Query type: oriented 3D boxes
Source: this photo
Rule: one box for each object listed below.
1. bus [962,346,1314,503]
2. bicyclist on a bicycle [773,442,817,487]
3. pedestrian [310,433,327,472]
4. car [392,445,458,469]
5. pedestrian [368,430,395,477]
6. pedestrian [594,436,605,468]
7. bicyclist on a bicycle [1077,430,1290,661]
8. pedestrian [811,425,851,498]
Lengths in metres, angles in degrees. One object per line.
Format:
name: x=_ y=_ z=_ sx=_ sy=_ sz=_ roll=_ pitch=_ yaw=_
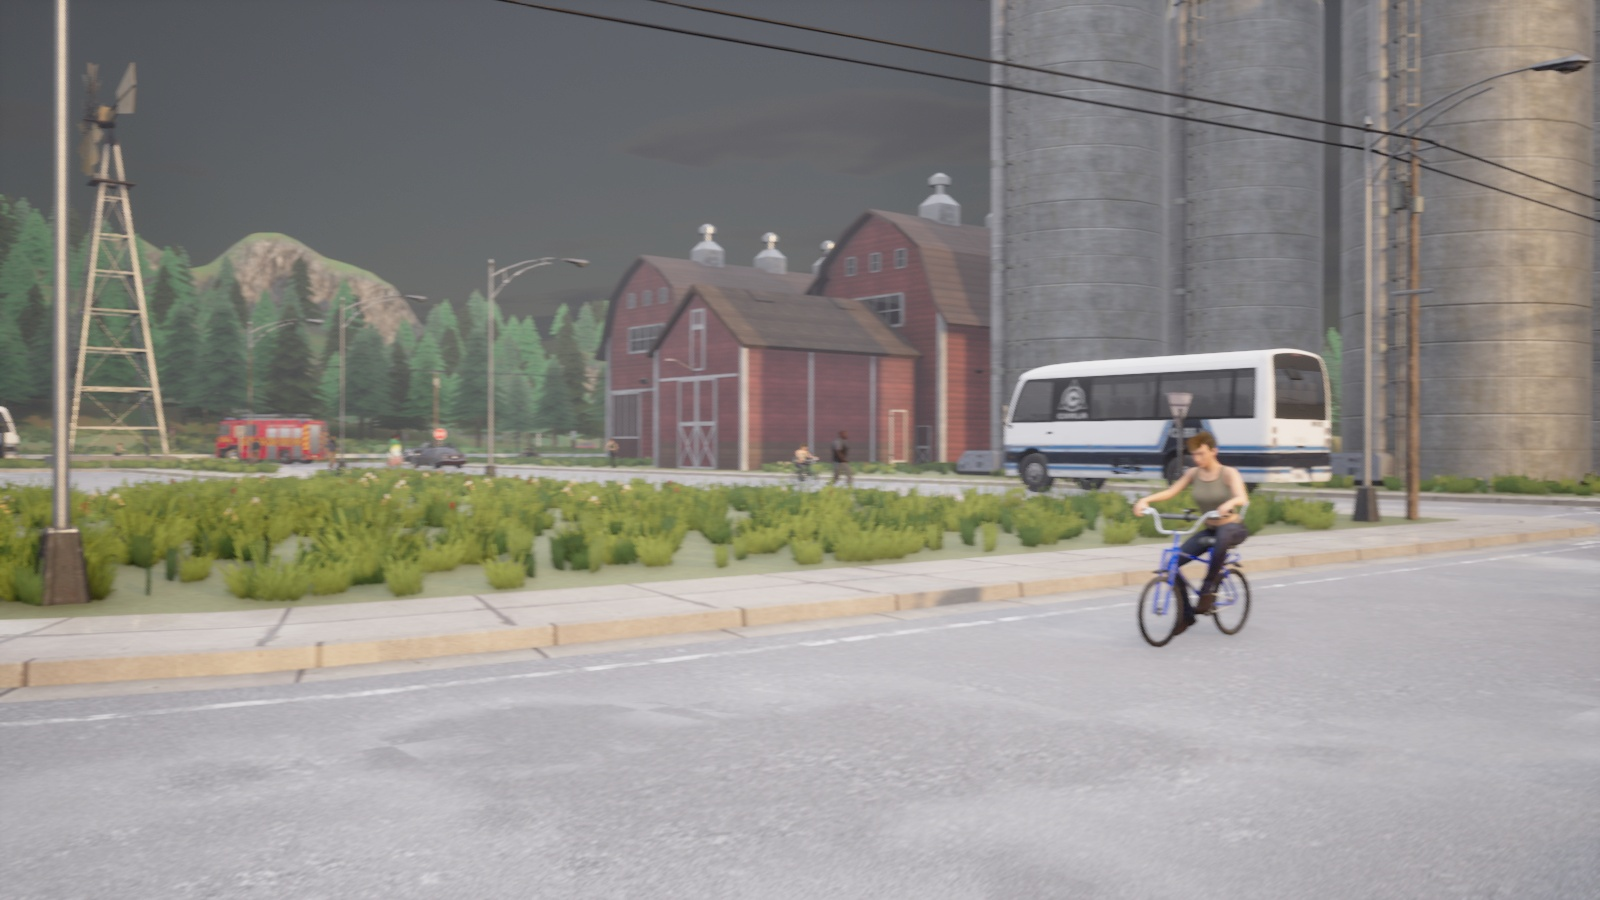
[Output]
bus: x=10.184 y=-0.718 z=39.286 sx=3.944 sy=4.253 sz=10.273 roll=0 pitch=0 yaw=-38
bicyclist on a bicycle: x=-0.192 y=0.527 z=46.180 sx=0.866 sy=1.612 sz=1.509 roll=0 pitch=0 yaw=-40
pedestrian: x=-23.027 y=0.102 z=60.020 sx=0.540 sy=1.848 sz=0.694 roll=0 pitch=0 yaw=-43
car: x=-23.904 y=0.422 z=79.943 sx=2.033 sy=1.411 sz=5.357 roll=0 pitch=0 yaw=-40
pedestrian: x=-17.489 y=0.151 z=52.514 sx=0.873 sy=1.952 sz=0.659 roll=0 pitch=0 yaw=30
pedestrian: x=-11.741 y=0.102 z=73.445 sx=0.594 sy=1.836 sz=0.345 roll=0 pitch=0 yaw=41
bicyclist on a bicycle: x=2.945 y=0.667 z=9.593 sx=1.509 sy=1.612 sz=0.866 roll=0 pitch=0 yaw=-40
pedestrian: x=0.813 y=0.297 z=32.813 sx=0.849 sy=1.883 sz=0.563 roll=0 pitch=0 yaw=31
